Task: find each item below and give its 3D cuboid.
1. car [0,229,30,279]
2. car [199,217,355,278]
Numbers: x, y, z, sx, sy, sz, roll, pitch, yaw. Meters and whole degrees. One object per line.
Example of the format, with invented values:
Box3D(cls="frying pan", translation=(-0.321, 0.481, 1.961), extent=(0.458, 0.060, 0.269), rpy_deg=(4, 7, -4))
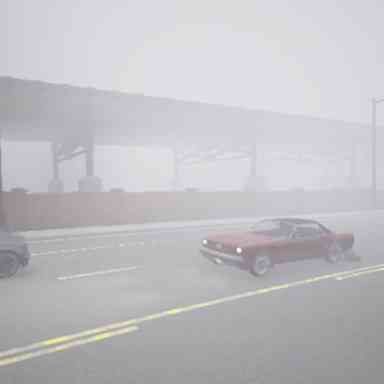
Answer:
Box3D(cls="car", translation=(-6.232, 1.430, 8.024), extent=(4.181, 1.385, 1.994), rpy_deg=(-1, 1, -35))
Box3D(cls="car", translation=(2.563, 1.453, 9.746), extent=(4.718, 1.301, 1.895), rpy_deg=(0, 1, -32))
